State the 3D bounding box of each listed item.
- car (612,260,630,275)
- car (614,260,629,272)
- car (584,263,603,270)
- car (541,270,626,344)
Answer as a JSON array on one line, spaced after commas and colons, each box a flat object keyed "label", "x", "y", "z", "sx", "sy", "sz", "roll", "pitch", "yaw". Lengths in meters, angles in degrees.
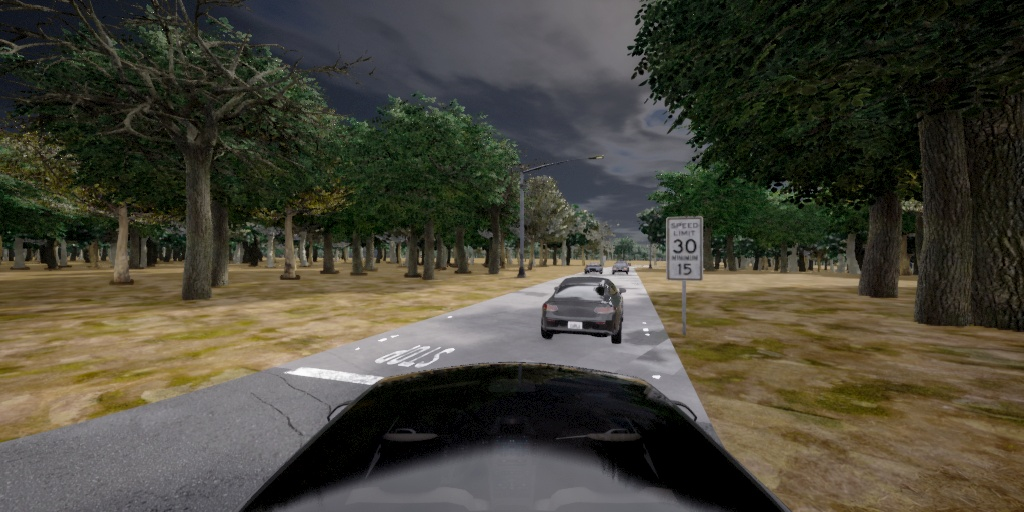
[{"label": "car", "x": 13.001, "y": 1.483, "z": 42.990, "sx": 2.033, "sy": 1.411, "sz": 5.357, "roll": 0, "pitch": -1, "yaw": 18}, {"label": "car", "x": 16.179, "y": 1.429, "z": 52.830, "sx": 2.097, "sy": 1.767, "sz": 4.553, "roll": 0, "pitch": -1, "yaw": 18}, {"label": "car", "x": 10.109, "y": 1.500, "z": 44.058, "sx": 1.994, "sy": 1.385, "sz": 4.181, "roll": 0, "pitch": -1, "yaw": 18}, {"label": "car", "x": 2.029, "y": 1.278, "z": 9.657, "sx": 1.812, "sy": 1.442, "sz": 4.674, "roll": 0, "pitch": 0, "yaw": 18}]
